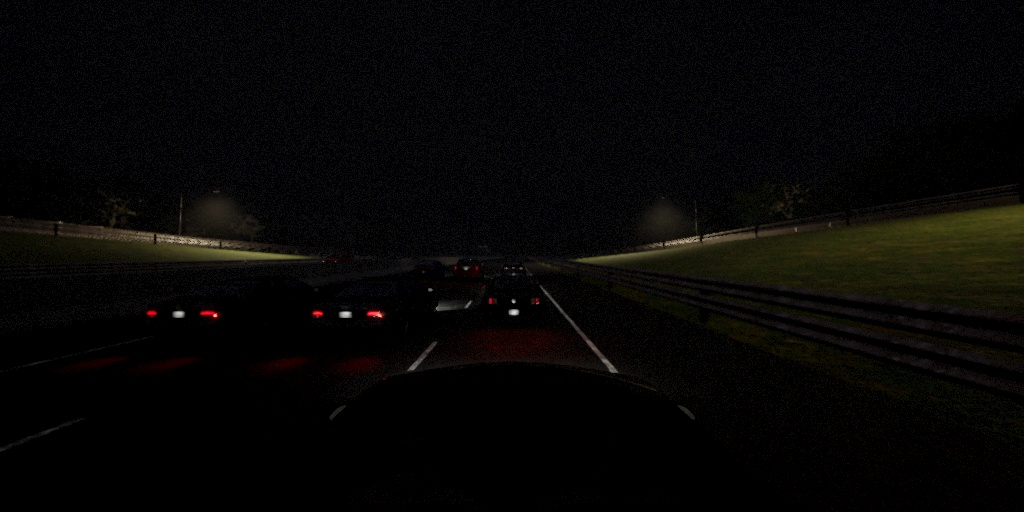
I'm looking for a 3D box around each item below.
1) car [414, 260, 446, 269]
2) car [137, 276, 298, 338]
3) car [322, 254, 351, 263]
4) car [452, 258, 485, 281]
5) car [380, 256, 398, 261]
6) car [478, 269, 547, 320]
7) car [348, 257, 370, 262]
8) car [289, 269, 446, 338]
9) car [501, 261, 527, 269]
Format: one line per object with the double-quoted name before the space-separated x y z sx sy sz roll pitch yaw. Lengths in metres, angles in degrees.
"car" -6.849 1.077 30.369 1.882 1.535 5.008 0 0 1
"car" -6.949 1.255 10.014 2.033 1.411 5.357 0 0 1
"car" -24.403 0.717 50.383 2.150 2.045 5.566 0 0 1
"car" -3.366 0.960 28.506 2.097 1.767 4.553 0 0 1
"car" -17.411 0.846 50.574 2.097 1.767 4.553 0 0 1
"car" 0.071 1.295 12.361 1.895 1.301 4.718 0 0 0
"car" -20.904 1.056 50.894 1.994 1.385 4.181 0 0 1
"car" -3.450 1.255 9.982 2.033 1.411 5.357 0 0 1
"car" 0.137 1.100 28.736 2.128 1.511 4.902 0 0 1
